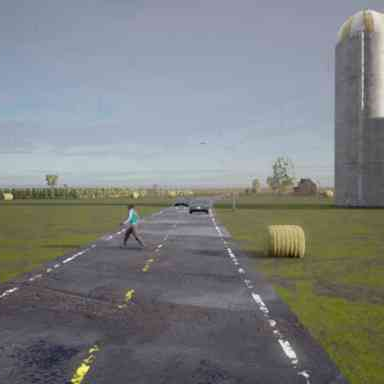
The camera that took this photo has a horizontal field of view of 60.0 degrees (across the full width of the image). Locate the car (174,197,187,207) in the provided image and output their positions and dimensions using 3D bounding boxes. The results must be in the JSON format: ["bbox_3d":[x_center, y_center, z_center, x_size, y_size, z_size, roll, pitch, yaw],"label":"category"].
[{"bbox_3d":[-1.506,1.515,49.570,2.033,1.411,5.357,0,0,3],"label":"car"}]

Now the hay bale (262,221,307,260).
[{"bbox_3d":[3.169,1.652,11.592,1.220,1.180,1.240,0,0,1],"label":"hay bale"}]

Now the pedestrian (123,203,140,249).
[{"bbox_3d":[-2.289,1.291,12.664,0.375,1.860,0.375,0,0,-2],"label":"pedestrian"}]

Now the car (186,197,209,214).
[{"bbox_3d":[0.762,1.546,35.556,1.994,1.385,4.181,0,0,2],"label":"car"}]

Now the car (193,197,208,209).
[{"bbox_3d":[1.208,1.478,45.505,1.837,1.490,4.892,0,0,3],"label":"car"}]
